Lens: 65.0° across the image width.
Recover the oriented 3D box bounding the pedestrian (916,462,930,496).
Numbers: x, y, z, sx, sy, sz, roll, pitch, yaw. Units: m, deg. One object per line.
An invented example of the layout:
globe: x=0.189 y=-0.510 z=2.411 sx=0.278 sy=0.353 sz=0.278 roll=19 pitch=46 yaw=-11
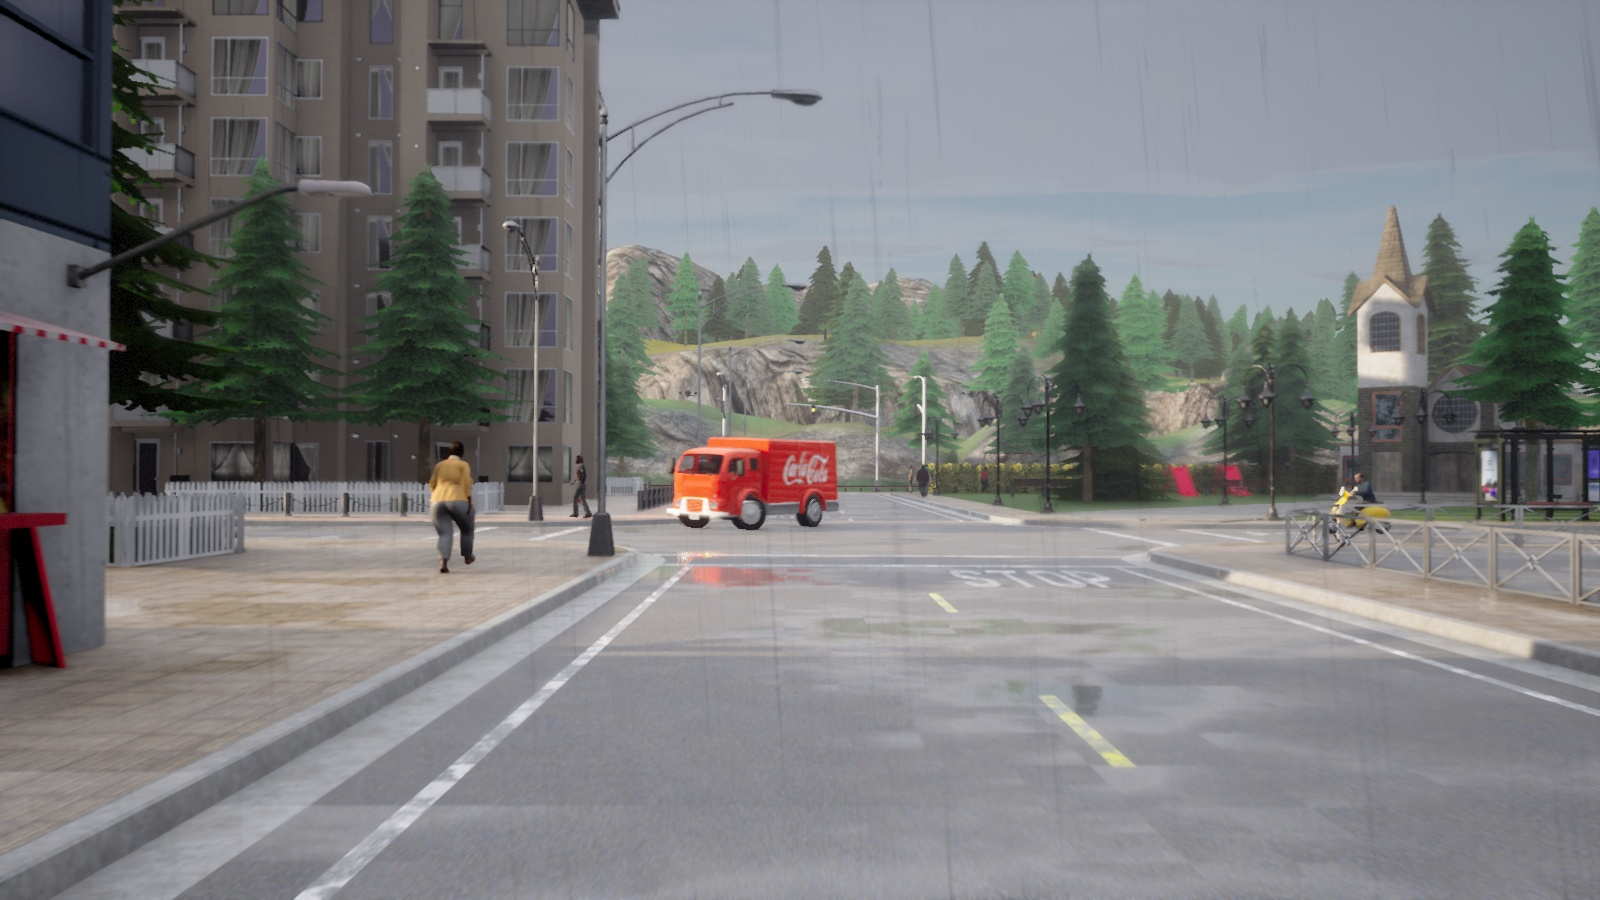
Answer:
pedestrian: x=6.670 y=1.590 z=68.151 sx=0.634 sy=1.844 sz=0.899 roll=0 pitch=-1 yaw=-4

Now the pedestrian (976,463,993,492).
pedestrian: x=11.944 y=1.785 z=81.115 sx=0.899 sy=1.844 sz=0.634 roll=-1 pitch=-1 yaw=32

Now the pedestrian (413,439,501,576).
pedestrian: x=-4.755 y=0.784 z=17.472 sx=0.874 sy=1.855 sz=0.900 roll=0 pitch=-1 yaw=10

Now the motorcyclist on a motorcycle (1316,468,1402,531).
motorcyclist on a motorcycle: x=14.440 y=1.269 z=32.488 sx=1.817 sy=1.590 sz=0.866 roll=0 pitch=-1 yaw=-1

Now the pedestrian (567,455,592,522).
pedestrian: x=-6.407 y=1.111 z=36.557 sx=0.666 sy=1.930 sz=0.402 roll=0 pitch=-1 yaw=0

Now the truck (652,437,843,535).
truck: x=-1.345 y=0.910 z=34.704 sx=2.627 sy=2.467 sz=5.204 roll=1 pitch=1 yaw=35
